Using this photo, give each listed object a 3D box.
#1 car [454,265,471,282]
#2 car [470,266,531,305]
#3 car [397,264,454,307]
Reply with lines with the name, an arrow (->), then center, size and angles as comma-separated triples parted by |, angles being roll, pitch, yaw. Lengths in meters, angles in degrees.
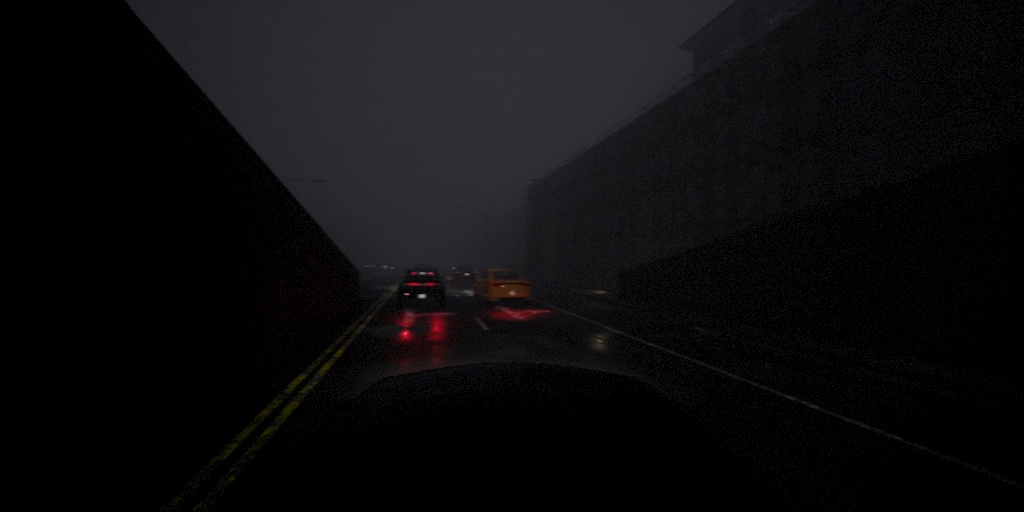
car -> -4.137, 1.461, 31.097 | 1.994, 1.385, 4.181 | 1, 0, -14
car -> -0.570, 1.325, 16.733 | 1.882, 1.535, 5.008 | 1, 0, -14
car -> -3.923, 1.284, 15.707 | 2.128, 1.511, 4.902 | 1, 0, -14
